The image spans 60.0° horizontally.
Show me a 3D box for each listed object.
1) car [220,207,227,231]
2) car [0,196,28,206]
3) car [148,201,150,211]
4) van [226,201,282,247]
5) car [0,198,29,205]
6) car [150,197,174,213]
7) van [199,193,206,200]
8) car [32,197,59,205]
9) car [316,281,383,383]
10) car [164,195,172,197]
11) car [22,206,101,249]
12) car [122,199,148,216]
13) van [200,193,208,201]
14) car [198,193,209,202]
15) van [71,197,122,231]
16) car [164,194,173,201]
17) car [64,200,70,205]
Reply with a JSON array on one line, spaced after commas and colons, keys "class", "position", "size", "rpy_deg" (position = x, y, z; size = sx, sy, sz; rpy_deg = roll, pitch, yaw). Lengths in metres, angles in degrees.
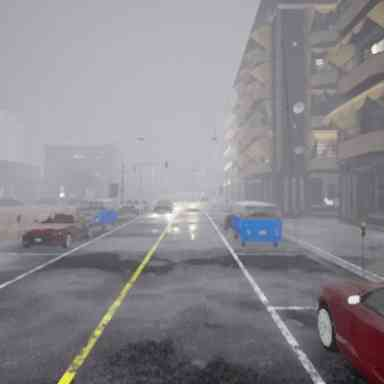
[{"class": "car", "position": [2.690, 1.524, 20.173], "size": [1.947, 1.339, 4.313], "rpy_deg": [1, 0, 0]}, {"class": "car", "position": [-26.402, 1.373, 48.830], "size": [4.097, 1.590, 1.967], "rpy_deg": [0, 0, 1]}, {"class": "car", "position": [-5.666, 1.459, 37.073], "size": [1.887, 1.381, 4.507], "rpy_deg": [1, 0, 0]}, {"class": "van", "position": [2.697, 1.312, 14.526], "size": [1.690, 1.788, 3.998], "rpy_deg": [1, 0, 0]}, {"class": "car", "position": [-30.708, 1.637, 57.524], "size": [4.206, 1.307, 1.802], "rpy_deg": [0, 0, 1]}, {"class": "car", "position": [-3.058, 1.518, 36.249], "size": [1.895, 1.301, 4.718], "rpy_deg": [0, 0, 1]}, {"class": "van", "position": [2.660, 1.094, 86.338], "size": [1.690, 1.788, 3.998], "rpy_deg": [1, 0, 0]}, {"class": "car", "position": [-25.229, 1.595, 57.453], "size": [4.313, 1.339, 1.947], "rpy_deg": [0, 0, 1]}, {"class": "car", "position": [2.699, 1.539, 3.236], "size": [1.887, 1.381, 4.507], "rpy_deg": [1, 0, 0]}, {"class": "car", "position": [-5.718, 1.375, 75.137], "size": [1.802, 1.307, 4.206], "rpy_deg": [1, 0, 0]}, {"class": "car", "position": [-5.654, 1.515, 14.490], "size": [1.887, 1.381, 4.507], "rpy_deg": [1, 0, 0]}, {"class": "car", "position": [-5.661, 1.369, 31.427], "size": [1.967, 1.590, 4.097], "rpy_deg": [1, 0, 0]}, {"class": "van", "position": [2.666, 1.134, 75.176], "size": [1.690, 1.788, 3.998], "rpy_deg": [1, 0, 0]}, {"class": "car", "position": [2.666, 1.364, 69.597], "size": [2.008, 1.369, 4.403], "rpy_deg": [1, 0, 0]}, {"class": "van", "position": [-5.654, 1.299, 20.135], "size": [1.690, 1.788, 3.998], "rpy_deg": [1, 0, 0]}, {"class": "car", "position": [-5.720, 1.318, 80.718], "size": [1.887, 1.381, 4.507], "rpy_deg": [1, 0, 0]}, {"class": "car", "position": [-19.747, 1.555, 57.380], "size": [4.403, 1.369, 2.008], "rpy_deg": [0, 0, 1]}]
